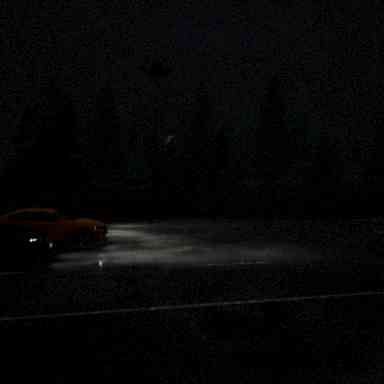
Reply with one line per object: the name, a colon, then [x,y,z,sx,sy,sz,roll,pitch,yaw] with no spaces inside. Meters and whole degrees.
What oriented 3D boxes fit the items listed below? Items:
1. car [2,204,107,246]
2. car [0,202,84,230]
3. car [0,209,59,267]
car: [-6.172,1.428,14.022,5.008,1.535,1.882,1,0,-13]
car: [-9.318,1.417,20.480,4.902,1.511,2.128,1,0,-13]
car: [-6.965,1.433,10.248,4.902,1.511,2.128,1,0,-13]
